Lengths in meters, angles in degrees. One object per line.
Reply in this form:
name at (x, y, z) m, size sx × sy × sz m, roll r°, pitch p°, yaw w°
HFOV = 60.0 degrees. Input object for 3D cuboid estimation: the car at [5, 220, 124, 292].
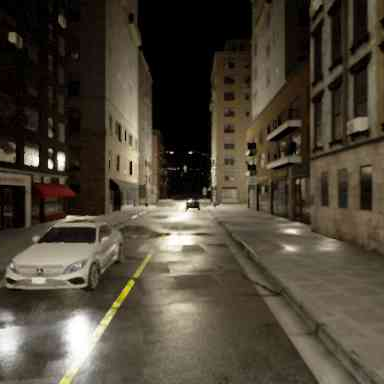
car at (-3.093, 1.531, 9.056) m, size 1.812 × 1.442 × 4.674 m, roll 0°, pitch 0°, yaw 0°

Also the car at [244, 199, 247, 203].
car at (12.146, 1.447, 63.080) m, size 4.507 × 1.381 × 1.887 m, roll -1°, pitch 0°, yaw 0°

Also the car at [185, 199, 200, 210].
car at (0.104, 1.559, 42.556) m, size 2.033 × 1.411 × 5.357 m, roll 0°, pitch 0°, yaw 0°
